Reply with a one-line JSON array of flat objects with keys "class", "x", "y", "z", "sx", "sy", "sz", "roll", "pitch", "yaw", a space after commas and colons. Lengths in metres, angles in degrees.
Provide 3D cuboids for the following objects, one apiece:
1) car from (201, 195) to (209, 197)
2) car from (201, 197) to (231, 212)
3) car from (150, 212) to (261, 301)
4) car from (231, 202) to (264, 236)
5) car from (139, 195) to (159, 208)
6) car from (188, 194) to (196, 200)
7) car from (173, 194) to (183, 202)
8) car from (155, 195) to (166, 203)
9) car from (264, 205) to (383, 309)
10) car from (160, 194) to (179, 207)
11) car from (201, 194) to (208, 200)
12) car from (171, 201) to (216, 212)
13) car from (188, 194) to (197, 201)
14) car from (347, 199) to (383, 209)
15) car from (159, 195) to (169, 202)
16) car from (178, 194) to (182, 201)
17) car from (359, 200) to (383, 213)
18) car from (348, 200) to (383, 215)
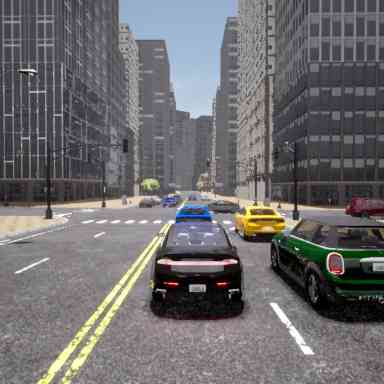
[{"class": "car", "x": 3.331, "y": 1.513, "z": 80.644, "sx": 1.895, "sy": 1.301, "sz": 4.718, "roll": 0, "pitch": 0, "yaw": 0}, {"class": "car", "x": 2.990, "y": 1.558, "z": 35.406, "sx": 4.181, "sy": 1.385, "sz": 1.994, "roll": 1, "pitch": 1, "yaw": 1}, {"class": "car", "x": 0.106, "y": 1.488, "z": 8.310, "sx": 2.128, "sy": 1.511, "sz": 4.902, "roll": 0, "pitch": 0, "yaw": 0}, {"class": "car", "x": 3.365, "y": 1.469, "z": 17.201, "sx": 1.882, "sy": 1.535, "sz": 5.008, "roll": 0, "pitch": 0, "yaw": 0}, {"class": "car", "x": -6.537, "y": 1.513, "z": 49.082, "sx": 2.033, "sy": 1.411, "sz": 5.357, "roll": 0, "pitch": 0, "yaw": 0}, {"class": "car", "x": 0.090, "y": 1.267, "z": 90.620, "sx": 2.128, "sy": 1.511, "sz": 4.902, "roll": 0, "pitch": 0, "yaw": 0}, {"class": "car", "x": -3.174, "y": 1.286, "z": 77.134, "sx": 2.097, "sy": 1.767, "sz": 4.553, "roll": 0, "pitch": 0, "yaw": 0}, {"class": "car", "x": -6.441, "y": 1.448, "z": 67.990, "sx": 1.837, "sy": 1.490, "sz": 4.892, "roll": 0, "pitch": 0, "yaw": 0}, {"class": "car", "x": 3.357, "y": 1.348, "z": 8.022, "sx": 2.097, "sy": 1.767, "sz": 4.553, "roll": 0, "pitch": 0, "yaw": 0}, {"class": "car", "x": -3.291, "y": 1.491, "z": 49.511, "sx": 1.812, "sy": 1.442, "sz": 4.674, "roll": 0, "pitch": 0, "yaw": 0}, {"class": "car", "x": 3.341, "y": 1.337, "z": 90.646, "sx": 1.895, "sy": 1.301, "sz": 4.718, "roll": 0, "pitch": 0, "yaw": 0}, {"class": "car", "x": 0.120, "y": 1.468, "z": 17.815, "sx": 1.882, "sy": 1.535, "sz": 5.008, "roll": 0, "pitch": 0, "yaw": 1}, {"class": "car", "x": 0.081, "y": 1.273, "z": 80.587, "sx": 2.097, "sy": 1.767, "sz": 4.553, "roll": 0, "pitch": 0, "yaw": 0}, {"class": "car", "x": 16.229, "y": 1.519, "z": 29.396, "sx": 5.009, "sy": 1.841, "sz": 2.192, "roll": 1, "pitch": 0, "yaw": 1}, {"class": "car", "x": -6.424, "y": 1.482, "z": 77.969, "sx": 1.994, "sy": 1.385, "sz": 4.181, "roll": 0, "pitch": 0, "yaw": 0}, {"class": "car", "x": -3.268, "y": 1.519, "z": 58.256, "sx": 1.994, "sy": 1.385, "sz": 4.181, "roll": 0, "pitch": 0, "yaw": 1}, {"class": "car", "x": 21.846, "y": 1.643, "z": 37.676, "sx": 4.829, "sy": 1.417, "sz": 1.752, "roll": 1, "pitch": 0, "yaw": 1}, {"class": "car", "x": 19.281, "y": 1.662, "z": 35.122, "sx": 4.674, "sy": 1.442, "sz": 1.812, "roll": 1, "pitch": 1, "yaw": 1}]
